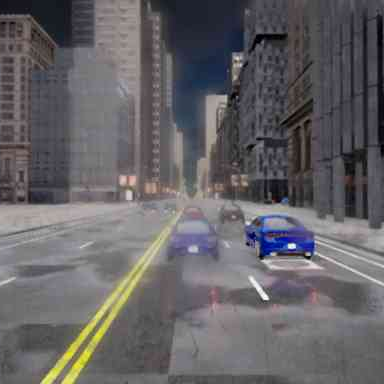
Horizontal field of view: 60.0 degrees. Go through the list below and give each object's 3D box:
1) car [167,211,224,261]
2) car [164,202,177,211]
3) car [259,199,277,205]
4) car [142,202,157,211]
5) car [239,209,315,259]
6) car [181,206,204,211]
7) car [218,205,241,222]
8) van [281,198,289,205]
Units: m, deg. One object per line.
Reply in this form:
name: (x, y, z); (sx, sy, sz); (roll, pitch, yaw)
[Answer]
car: (0.054, 1.690, 12.946); (1.812, 1.442, 4.674); (0, 0, 0)
car: (-3.321, 2.211, 52.545); (2.033, 1.411, 5.357); (0, -1, 0)
car: (19.137, 2.574, 84.162); (4.403, 1.369, 2.008); (0, -1, 0)
car: (-6.571, 2.211, 52.545); (2.033, 1.411, 5.357); (0, -1, 0)
car: (3.306, 1.648, 13.401); (1.882, 1.535, 5.008); (0, 0, 1)
car: (0.054, 1.880, 27.933); (1.812, 1.442, 4.674); (0, 0, 0)
car: (3.309, 1.839, 28.487); (1.882, 1.535, 5.008); (0, 0, 0)
van: (24.756, 2.353, 84.140); (3.998, 1.788, 1.690); (0, -1, 0)
